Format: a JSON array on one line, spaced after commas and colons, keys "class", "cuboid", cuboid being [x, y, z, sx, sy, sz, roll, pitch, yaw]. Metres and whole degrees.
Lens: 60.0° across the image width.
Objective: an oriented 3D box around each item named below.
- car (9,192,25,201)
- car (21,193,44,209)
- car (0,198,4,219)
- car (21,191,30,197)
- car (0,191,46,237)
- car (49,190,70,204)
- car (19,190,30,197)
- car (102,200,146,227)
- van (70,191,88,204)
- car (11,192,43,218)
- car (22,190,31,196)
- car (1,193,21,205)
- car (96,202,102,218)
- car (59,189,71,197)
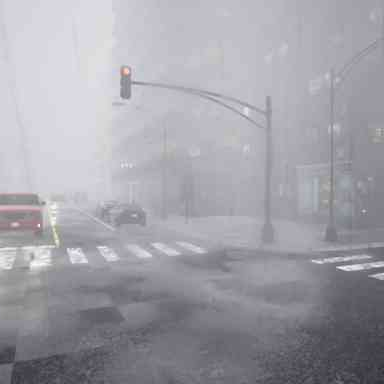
[{"class": "car", "cuboid": [-27.779, 0.735, 52.960, 1.947, 1.339, 4.313, 1, 0, -24]}, {"class": "car", "cuboid": [-17.252, 0.961, 36.088, 2.128, 1.511, 4.902, 1, 1, -24]}, {"class": "car", "cuboid": [-14.068, 1.187, 22.479, 1.887, 1.381, 4.507, 1, 0, -24]}, {"class": "car", "cuboid": [-39.205, 0.359, 78.361, 1.802, 1.307, 4.206, 1, 0, -24]}, {"class": "car", "cuboid": [-8.545, 0.998, 16.453, 2.150, 2.045, 5.566, 1, 0, -24]}, {"class": "car", "cuboid": [-18.525, 0.833, 46.232, 1.882, 1.535, 5.008, 1, 1, -24]}, {"class": "car", "cuboid": [-36.920, 0.400, 73.281, 1.887, 1.381, 4.507, 1, 0, -24]}, {"class": "car", "cuboid": [-4.125, 1.355, 20.800, 1.947, 1.339, 4.313, 1, 0, -24]}, {"class": "van", "cuboid": [-15.546, 0.736, 46.202, 1.690, 1.788, 3.998, 1, 0, -24]}, {"class": "car", "cuboid": [-13.159, 0.964, 26.823, 2.097, 1.767, 4.553, 1, 1, -24]}, {"class": "car", "cuboid": [-41.491, 0.280, 83.442, 1.802, 1.307, 4.206, 1, 0, -24]}, {"class": "car", "cuboid": [-23.209, 0.893, 42.800, 1.947, 1.339, 4.313, 1, 0, -24]}, {"class": "car", "cuboid": [-6.411, 1.292, 25.881, 1.802, 1.307, 4.206, 1, 0, -24]}, {"class": "car", "cuboid": [-29.255, 0.238, 76.682, 2.192, 1.841, 5.009, 1, 0, -24]}]
